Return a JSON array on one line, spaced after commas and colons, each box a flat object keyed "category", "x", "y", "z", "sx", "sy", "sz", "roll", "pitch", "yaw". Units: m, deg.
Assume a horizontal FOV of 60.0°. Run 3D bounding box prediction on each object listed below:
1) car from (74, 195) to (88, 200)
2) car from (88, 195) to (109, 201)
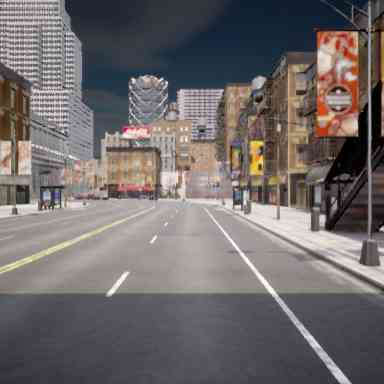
[{"category": "car", "x": -29.256, "y": 1.476, "z": 88.656, "sx": 4.674, "sy": 1.452, "sz": 2.002, "roll": 0, "pitch": 0, "yaw": 20}, {"category": "car", "x": -23.952, "y": 1.551, "z": 86.485, "sx": 4.718, "sy": 1.301, "sz": 1.895, "roll": 0, "pitch": 0, "yaw": 30}]
